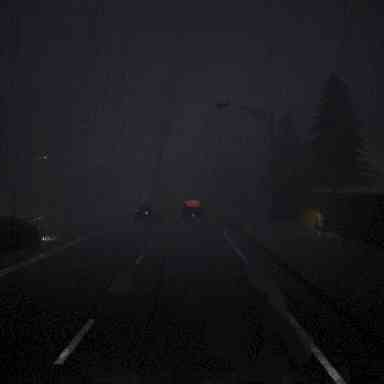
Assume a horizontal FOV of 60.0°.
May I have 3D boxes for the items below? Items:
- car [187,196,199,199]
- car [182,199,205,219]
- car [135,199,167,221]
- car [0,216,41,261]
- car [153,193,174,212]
[{"bbox_3d":[0.102,1.316,42.214,2.097,1.767,4.553,0,0,0],"label":"car"},{"bbox_3d":[0.096,1.576,28.712,1.895,1.301,4.718,0,0,0],"label":"car"},{"bbox_3d":[-3.410,1.541,27.037,1.994,1.385,4.181,0,0,0],"label":"car"},{"bbox_3d":[-7.084,1.554,11.710,1.994,1.385,4.181,0,0,0],"label":"car"},{"bbox_3d":[-3.416,1.182,38.973,2.150,2.045,5.566,0,-1,0],"label":"car"}]
